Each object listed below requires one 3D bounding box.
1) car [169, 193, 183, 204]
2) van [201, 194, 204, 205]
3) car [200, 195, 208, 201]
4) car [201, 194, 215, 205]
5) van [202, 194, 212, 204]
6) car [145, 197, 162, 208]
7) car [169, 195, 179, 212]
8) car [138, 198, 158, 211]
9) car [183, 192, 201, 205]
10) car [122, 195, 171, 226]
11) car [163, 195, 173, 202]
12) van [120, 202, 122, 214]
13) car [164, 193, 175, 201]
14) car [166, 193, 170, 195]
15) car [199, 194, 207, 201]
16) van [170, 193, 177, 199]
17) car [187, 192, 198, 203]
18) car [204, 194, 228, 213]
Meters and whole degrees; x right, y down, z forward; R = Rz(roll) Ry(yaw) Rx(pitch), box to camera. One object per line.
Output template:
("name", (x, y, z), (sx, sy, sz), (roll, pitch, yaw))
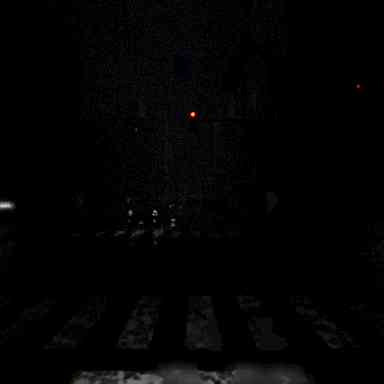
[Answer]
("car", (-2.713, 1.426, 59.148), (1.837, 1.490, 4.892), (0, 0, 0))
("van", (2.728, 1.268, 52.028), (1.690, 1.788, 3.998), (0, 0, 0))
("car", (2.724, 1.411, 79.229), (1.752, 1.417, 4.829), (0, 0, 0))
("car", (2.727, 1.234, 57.434), (2.192, 1.841, 5.009), (0, 0, 0))
("van", (2.726, 1.252, 62.841), (1.690, 1.788, 3.998), (0, 0, 0))
("car", (-5.370, 1.479, 46.627), (1.887, 1.381, 4.507), (0, 0, 0))
("car", (-2.818, 1.452, 38.233), (1.837, 1.490, 4.892), (0, 0, 0))
("car", (-5.375, 1.508, 41.220), (1.947, 1.339, 4.313), (0, 0, 0))
("car", (0.094, 1.273, 55.718), (2.097, 1.767, 4.553), (0, 0, 0))
("car", (-2.988, 1.321, 22.804), (2.097, 1.767, 4.553), (0, 0, 4))
("car", (-5.342, 1.460, 73.658), (1.947, 1.339, 4.313), (0, 0, 0))
("van", (-5.386, 1.299, 30.408), (1.690, 1.788, 3.998), (0, 0, 0))
("car", (-5.337, 1.201, 79.064), (2.192, 1.841, 5.009), (0, 0, 0))
("car", (-5.353, 1.436, 62.676), (1.752, 1.417, 4.829), (0, 0, 0))
("car", (2.723, 1.318, 84.465), (1.967, 1.590, 4.097), (0, 0, 0))
("van", (-5.320, 1.203, 95.283), (1.690, 1.788, 3.998), (0, 0, 0))
("car", (0.049, 1.128, 65.644), (2.150, 2.045, 5.566), (0, 0, 0))
("car", (2.730, 1.265, 35.809), (2.192, 1.841, 5.009), (0, 0, 0))
